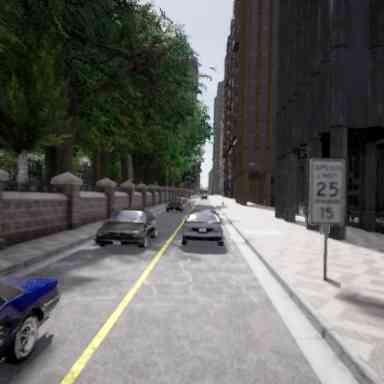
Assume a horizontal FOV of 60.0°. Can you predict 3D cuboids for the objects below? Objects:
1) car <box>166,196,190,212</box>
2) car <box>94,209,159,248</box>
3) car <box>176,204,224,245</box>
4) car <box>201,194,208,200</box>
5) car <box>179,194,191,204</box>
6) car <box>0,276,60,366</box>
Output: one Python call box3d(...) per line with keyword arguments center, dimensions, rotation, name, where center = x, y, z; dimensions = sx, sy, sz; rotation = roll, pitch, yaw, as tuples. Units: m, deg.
box3d(center=(-1.708, 1.457, 36.501), dimensions=(2.033, 1.411, 5.357), rotation=(1, 0, 2), name="car")
box3d(center=(-2.624, 1.470, 14.695), dimensions=(2.033, 1.411, 5.357), rotation=(1, 0, 2), name="car")
box3d(center=(0.512, 1.551, 15.591), dimensions=(2.033, 1.411, 5.357), rotation=(1, 0, 2), name="car")
box3d(center=(3.356, 1.411, 90.852), dimensions=(1.837, 1.490, 4.892), rotation=(1, 0, 2), name="car")
box3d(center=(-1.210, 1.052, 49.233), dimensions=(2.097, 1.767, 4.553), rotation=(1, 0, 2), name="car")
box3d(center=(-3.065, 1.523, 2.996), dimensions=(1.895, 1.301, 4.718), rotation=(1, 0, 2), name="car")
